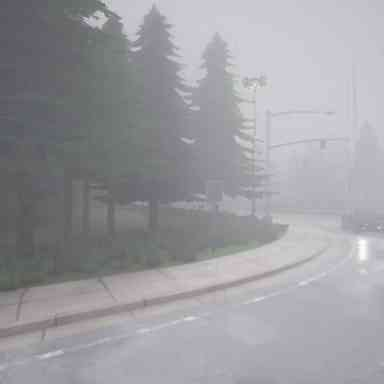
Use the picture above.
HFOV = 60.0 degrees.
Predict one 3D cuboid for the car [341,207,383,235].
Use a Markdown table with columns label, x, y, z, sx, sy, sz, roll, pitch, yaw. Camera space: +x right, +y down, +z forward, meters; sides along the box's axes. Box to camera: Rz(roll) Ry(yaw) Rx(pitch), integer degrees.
| label | x | y | z | sx | sy | sz | roll | pitch | yaw |
| --- | --- | --- | --- | --- | --- | --- | --- | --- | --- |
| car | 10.487 | 1.728 | 20.204 | 1.837 | 1.490 | 4.892 | 1 | -1 | 11 |
